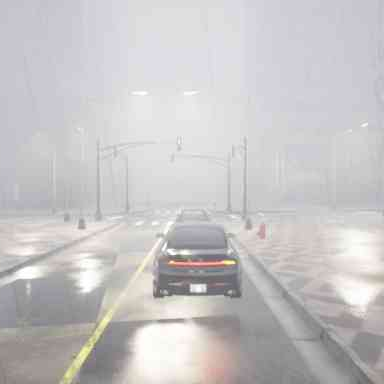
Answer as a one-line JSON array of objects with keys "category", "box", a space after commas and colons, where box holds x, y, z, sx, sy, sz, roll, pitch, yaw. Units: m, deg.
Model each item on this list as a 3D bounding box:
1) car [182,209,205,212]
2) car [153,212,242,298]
[{"category": "car", "box": [0.068, 1.552, 17.375, 1.994, 1.385, 4.181, 0, 0, 1]}, {"category": "car", "box": [0.104, 1.500, 8.471, 1.837, 1.490, 4.892, 0, 0, 0]}]
